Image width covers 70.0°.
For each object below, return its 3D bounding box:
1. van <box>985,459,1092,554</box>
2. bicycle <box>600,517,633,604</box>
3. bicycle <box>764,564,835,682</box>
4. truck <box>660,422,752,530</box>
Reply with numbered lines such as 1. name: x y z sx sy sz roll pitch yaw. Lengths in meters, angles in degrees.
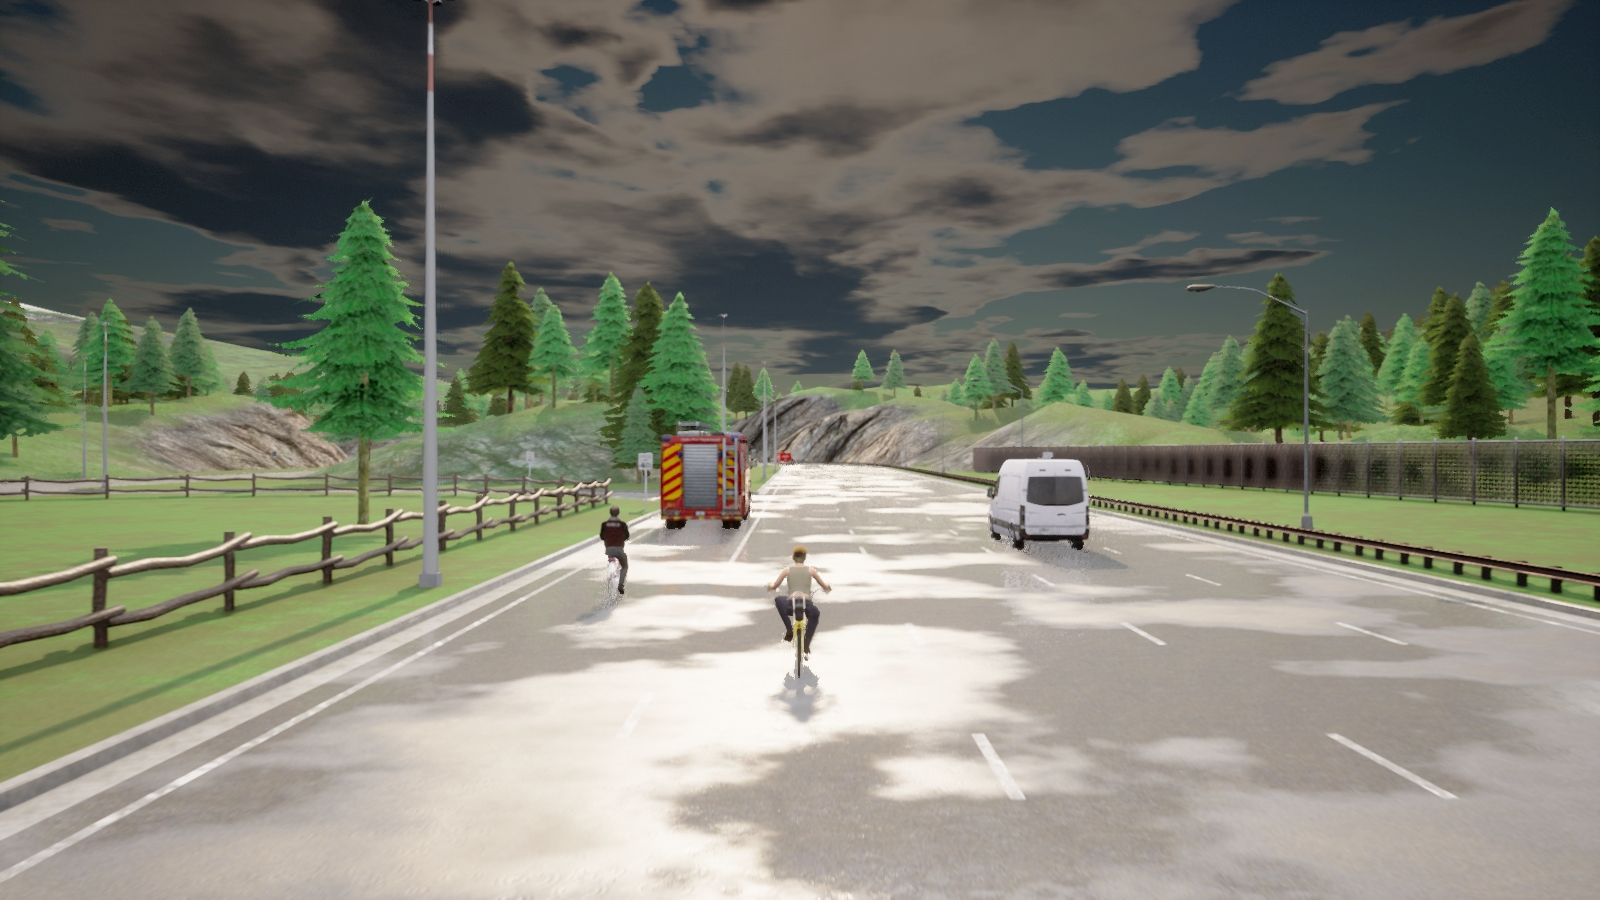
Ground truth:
1. van: 7.016 1.560 34.280 1.988 2.561 5.915 0 0 0
2. bicycle: -3.491 2.076 21.778 0.329 1.471 1.835 0 0 0
3. bicycle: -0.007 2.169 14.595 0.859 1.276 1.487 0 0 0
4. truck: -3.481 0.923 44.519 2.891 3.827 8.468 0 0 0
